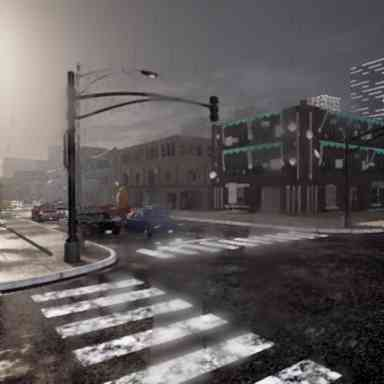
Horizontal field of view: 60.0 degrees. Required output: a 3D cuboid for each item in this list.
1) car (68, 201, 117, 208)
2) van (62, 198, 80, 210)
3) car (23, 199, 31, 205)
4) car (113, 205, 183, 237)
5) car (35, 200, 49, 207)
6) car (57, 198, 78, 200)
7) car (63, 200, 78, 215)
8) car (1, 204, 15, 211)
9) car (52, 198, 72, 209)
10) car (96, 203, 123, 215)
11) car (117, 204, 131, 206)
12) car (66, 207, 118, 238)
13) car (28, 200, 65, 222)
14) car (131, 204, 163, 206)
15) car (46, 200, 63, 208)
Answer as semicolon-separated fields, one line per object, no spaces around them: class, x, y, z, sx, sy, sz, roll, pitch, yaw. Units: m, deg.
car;-8.633;1.837;28.587;2.128;1.511;4.902;-1;0;-35
van;-19.765;1.946;54.212;1.690;1.788;3.998;-1;0;-35
car;-42.216;2.448;85.788;1.967;1.590;4.097;-1;0;-35
car;-2.648;1.774;20.129;2.033;1.411;5.357;-1;0;-34
car;-32.591;2.403;72.256;1.947;1.339;4.313;-1;0;-35
car;-18.167;2.043;47.514;2.128;1.511;4.902;-1;-1;-35
car;-14.640;1.954;37.049;2.128;1.511;4.902;-1;0;-35
car;-29.698;2.251;53.726;1.752;1.417;4.829;-1;0;-35
car;-22.973;1.979;58.723;2.192;1.841;5.009;-1;0;-35
car;-10.136;2.005;40.679;1.802;1.307;4.206;-1;0;-35
car;-6.929;1.942;36.169;1.802;1.307;4.206;-1;0;-35
car;-5.816;1.832;19.931;1.947;1.339;4.313;-1;0;-35
car;-13.761;1.865;31.310;1.967;1.590;4.097;-1;0;-35
car;-3.722;1.848;31.657;2.008;1.369;4.403;-1;0;-35
car;-26.176;2.266;63.234;1.887;1.381;4.507;-1;0;-35
